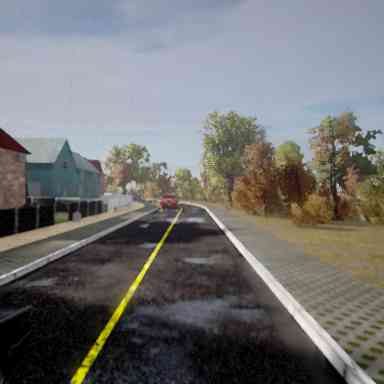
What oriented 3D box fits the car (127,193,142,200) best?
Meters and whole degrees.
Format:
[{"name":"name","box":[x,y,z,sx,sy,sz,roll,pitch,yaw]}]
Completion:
[{"name":"car","box":[-14.054,1.018,80.660,2.097,1.767,4.553,0,1,-43]}]

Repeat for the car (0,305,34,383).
[{"name":"car","box":[-2.851,1.603,1.820,1.895,1.301,4.718,0,0,0]}]

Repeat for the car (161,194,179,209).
[{"name":"car","box":[-2.980,1.261,45.582,2.150,2.045,5.566,0,0,-2]}]
